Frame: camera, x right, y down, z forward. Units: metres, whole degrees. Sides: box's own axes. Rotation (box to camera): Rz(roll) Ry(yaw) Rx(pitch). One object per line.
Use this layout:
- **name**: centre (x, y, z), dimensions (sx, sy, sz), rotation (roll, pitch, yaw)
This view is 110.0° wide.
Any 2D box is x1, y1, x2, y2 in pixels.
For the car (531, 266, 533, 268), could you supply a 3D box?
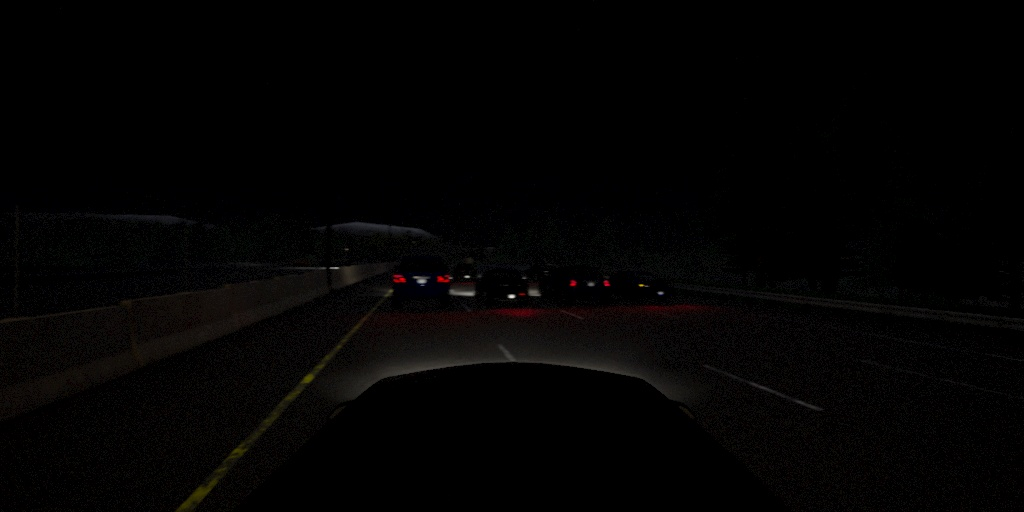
- **car**: centre (2.612, 1.519, 32.939), dimensions (1.837, 1.490, 4.892), rotation (1, 0, -14)

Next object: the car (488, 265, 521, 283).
- **car**: centre (-0.744, 1.558, 31.919), dimensions (1.895, 1.301, 4.718), rotation (1, 0, -14)

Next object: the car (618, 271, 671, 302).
- **car**: centre (6.182, 1.485, 18.498), dimensions (1.812, 1.442, 4.674), rotation (1, 0, -14)

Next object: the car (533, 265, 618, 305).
- **car**: centre (2.859, 1.254, 17.362), dimensions (2.097, 1.767, 4.553), rotation (1, -1, -14)

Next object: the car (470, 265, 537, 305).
- **car**: centre (-0.590, 1.358, 16.725), dimensions (1.837, 1.490, 4.892), rotation (1, 0, -14)

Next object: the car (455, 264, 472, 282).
- **car**: centre (-4.186, 1.411, 31.276), dimensions (1.837, 1.490, 4.892), rotation (1, 0, -14)

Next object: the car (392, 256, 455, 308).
- **car**: centre (-3.915, 1.011, 15.602), dimensions (2.150, 2.045, 5.566), rotation (1, 0, -14)
